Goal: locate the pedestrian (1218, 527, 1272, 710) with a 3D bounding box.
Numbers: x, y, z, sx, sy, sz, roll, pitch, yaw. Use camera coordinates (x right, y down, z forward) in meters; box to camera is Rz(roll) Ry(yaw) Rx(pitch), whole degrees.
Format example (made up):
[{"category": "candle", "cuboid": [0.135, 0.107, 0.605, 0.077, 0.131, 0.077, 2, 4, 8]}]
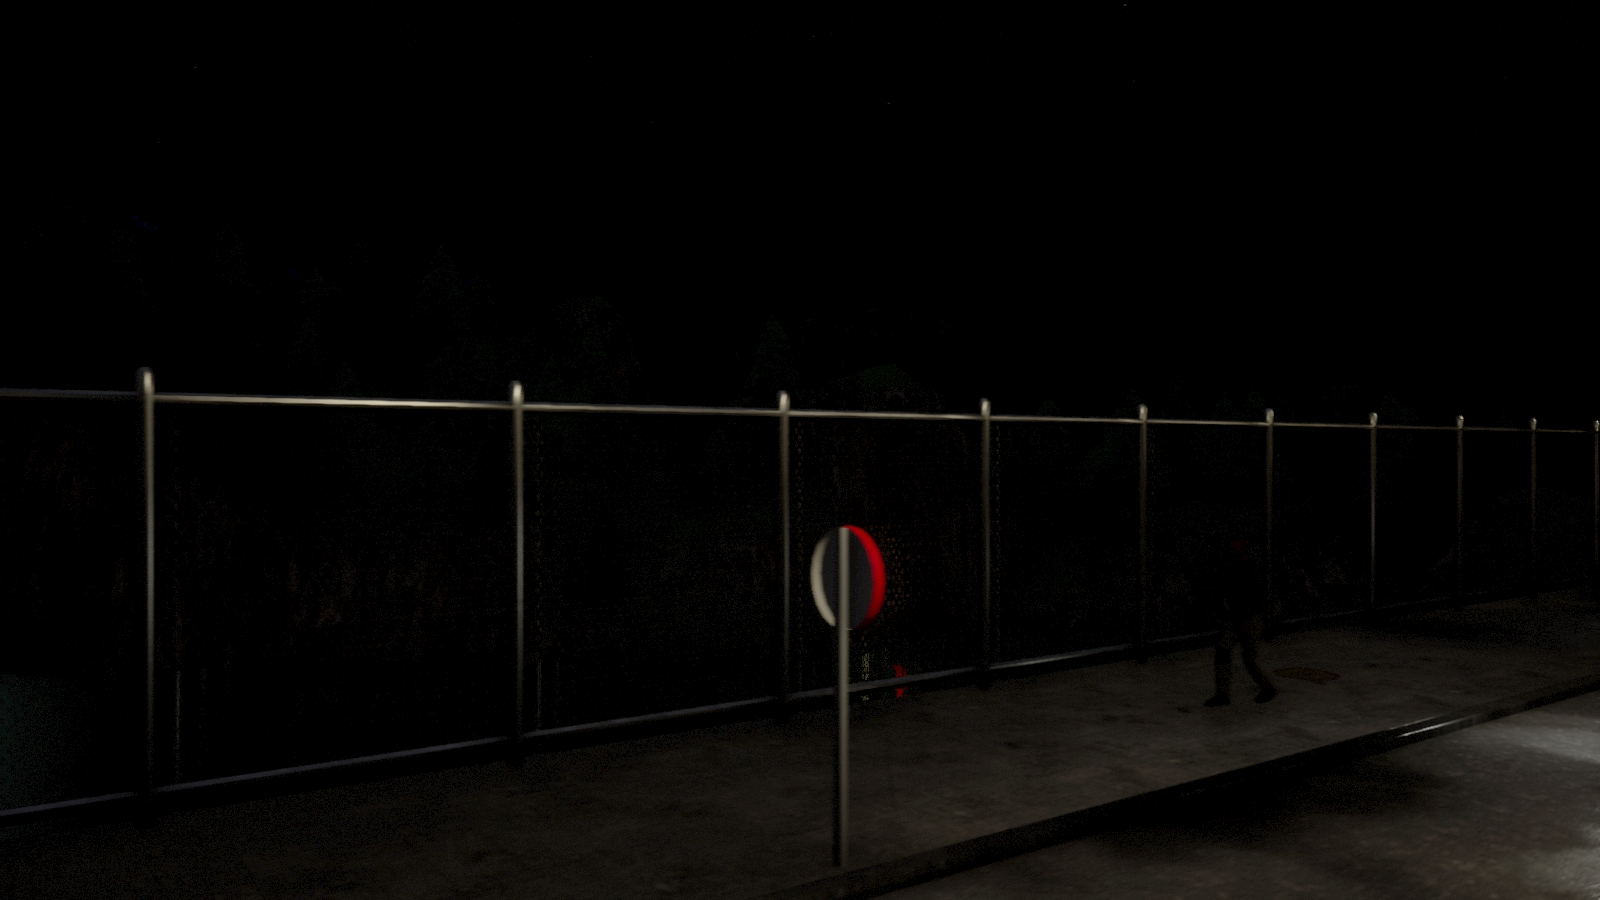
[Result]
[{"category": "pedestrian", "cuboid": [4.689, 1.753, 12.041, 0.375, 1.860, 0.375, 0, 0, -16]}]
